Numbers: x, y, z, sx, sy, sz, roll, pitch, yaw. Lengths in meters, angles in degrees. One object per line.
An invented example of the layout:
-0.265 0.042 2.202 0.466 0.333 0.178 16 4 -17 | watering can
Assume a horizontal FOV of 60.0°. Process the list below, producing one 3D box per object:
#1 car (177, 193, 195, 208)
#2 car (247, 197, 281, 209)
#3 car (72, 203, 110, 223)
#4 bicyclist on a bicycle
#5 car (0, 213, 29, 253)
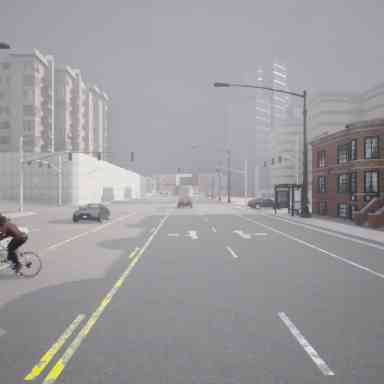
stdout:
-0.992 1.352 47.448 2.097 1.767 4.553 0 0 -1 | car
9.766 1.505 44.019 4.892 1.490 1.837 0 0 -8 | car
-7.573 1.564 25.369 1.994 1.385 4.181 0 0 -1 | car
-4.767 1.455 8.675 1.656 1.620 0.582 -2 0 -1 | bicyclist on a bicycle
-7.328 1.600 10.916 1.895 1.301 4.718 0 0 -1 | car
